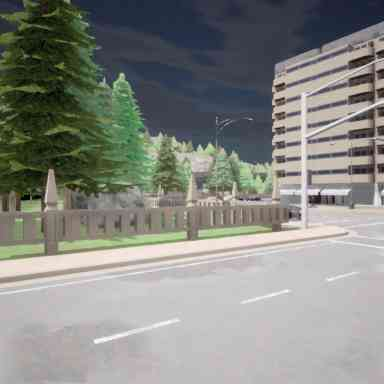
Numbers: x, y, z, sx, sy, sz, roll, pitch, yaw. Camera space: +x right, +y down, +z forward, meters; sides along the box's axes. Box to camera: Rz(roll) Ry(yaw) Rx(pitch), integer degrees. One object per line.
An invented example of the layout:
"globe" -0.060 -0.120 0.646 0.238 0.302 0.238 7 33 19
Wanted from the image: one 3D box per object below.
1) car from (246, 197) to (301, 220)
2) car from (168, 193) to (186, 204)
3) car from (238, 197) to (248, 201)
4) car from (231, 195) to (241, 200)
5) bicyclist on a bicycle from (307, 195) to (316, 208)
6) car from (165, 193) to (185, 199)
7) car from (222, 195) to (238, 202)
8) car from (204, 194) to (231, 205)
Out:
"car" 7.087 1.436 27.197 2.128 1.511 4.902 0 0 -33
"car" -2.801 1.168 64.103 2.150 2.045 5.566 0 0 10
"car" 7.108 1.492 33.372 2.033 1.411 5.357 0 0 -33
"car" 9.249 1.492 67.935 2.033 1.411 5.357 0 0 20
"bicyclist on a bicycle" 15.325 1.245 42.481 1.656 1.620 0.582 0 0 -29
"car" -2.704 1.163 48.391 2.150 2.045 5.566 0 0 -10
"car" 8.594 1.469 75.205 1.812 1.442 4.674 0 0 32
"car" 2.655 1.422 42.214 1.882 1.535 5.008 0 0 -20
